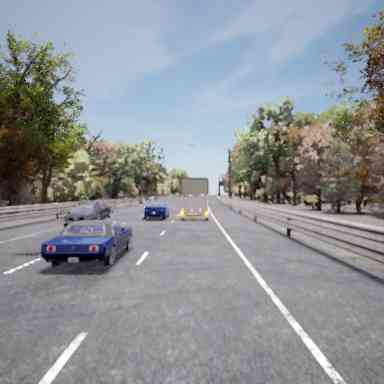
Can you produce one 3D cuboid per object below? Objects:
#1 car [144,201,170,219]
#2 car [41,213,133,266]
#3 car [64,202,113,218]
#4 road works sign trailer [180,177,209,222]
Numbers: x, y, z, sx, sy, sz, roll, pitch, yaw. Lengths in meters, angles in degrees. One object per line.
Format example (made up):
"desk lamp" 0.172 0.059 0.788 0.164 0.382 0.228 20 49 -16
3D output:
"car" -3.120 1.580 30.060 1.882 1.535 5.008 0 0 1
"car" -3.356 1.643 11.660 1.895 1.301 4.718 0 0 0
"car" -6.763 1.384 22.030 2.033 1.411 5.357 -5 6 1
"road works sign trailer" 0.231 0.559 27.706 2.380 3.560 2.880 0 0 2
